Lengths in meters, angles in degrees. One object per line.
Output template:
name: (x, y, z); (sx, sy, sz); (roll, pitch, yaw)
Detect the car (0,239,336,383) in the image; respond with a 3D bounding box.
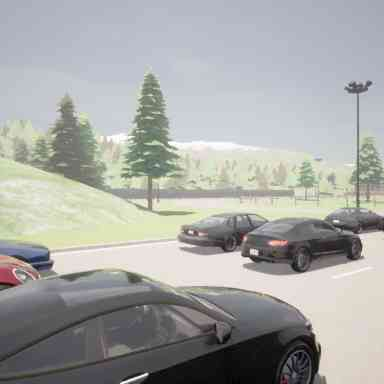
car: (-0.699, 1.526, 3.259); (4.674, 1.442, 1.812); (0, 0, -36)

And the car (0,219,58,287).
car: (-6.246, 1.547, 7.879); (5.357, 1.411, 2.033); (0, 0, -36)

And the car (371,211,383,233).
car: (11.117, 1.492, 16.137); (4.902, 1.511, 2.128); (0, 0, -36)

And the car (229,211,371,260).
car: (3.608, 1.526, 10.709); (4.674, 1.442, 1.812); (0, 0, -36)

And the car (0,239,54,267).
car: (-4.584, 1.352, 4.760); (4.553, 1.767, 2.097); (0, 0, -36)

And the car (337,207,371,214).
car: (9.471, 1.564, 19.265); (4.181, 1.385, 1.994); (0, 0, -36)

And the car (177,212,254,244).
car: (1.990, 1.547, 13.845); (5.357, 1.411, 2.033); (0, 0, -36)
